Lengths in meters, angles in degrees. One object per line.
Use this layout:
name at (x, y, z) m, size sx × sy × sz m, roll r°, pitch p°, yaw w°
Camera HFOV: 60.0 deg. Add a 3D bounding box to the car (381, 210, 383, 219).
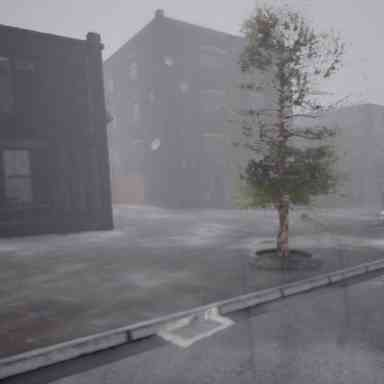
car at (13.968, 1.027, 18.988) m, size 2.435 × 2.045 × 5.566 m, roll -1°, pitch 0°, yaw -35°
